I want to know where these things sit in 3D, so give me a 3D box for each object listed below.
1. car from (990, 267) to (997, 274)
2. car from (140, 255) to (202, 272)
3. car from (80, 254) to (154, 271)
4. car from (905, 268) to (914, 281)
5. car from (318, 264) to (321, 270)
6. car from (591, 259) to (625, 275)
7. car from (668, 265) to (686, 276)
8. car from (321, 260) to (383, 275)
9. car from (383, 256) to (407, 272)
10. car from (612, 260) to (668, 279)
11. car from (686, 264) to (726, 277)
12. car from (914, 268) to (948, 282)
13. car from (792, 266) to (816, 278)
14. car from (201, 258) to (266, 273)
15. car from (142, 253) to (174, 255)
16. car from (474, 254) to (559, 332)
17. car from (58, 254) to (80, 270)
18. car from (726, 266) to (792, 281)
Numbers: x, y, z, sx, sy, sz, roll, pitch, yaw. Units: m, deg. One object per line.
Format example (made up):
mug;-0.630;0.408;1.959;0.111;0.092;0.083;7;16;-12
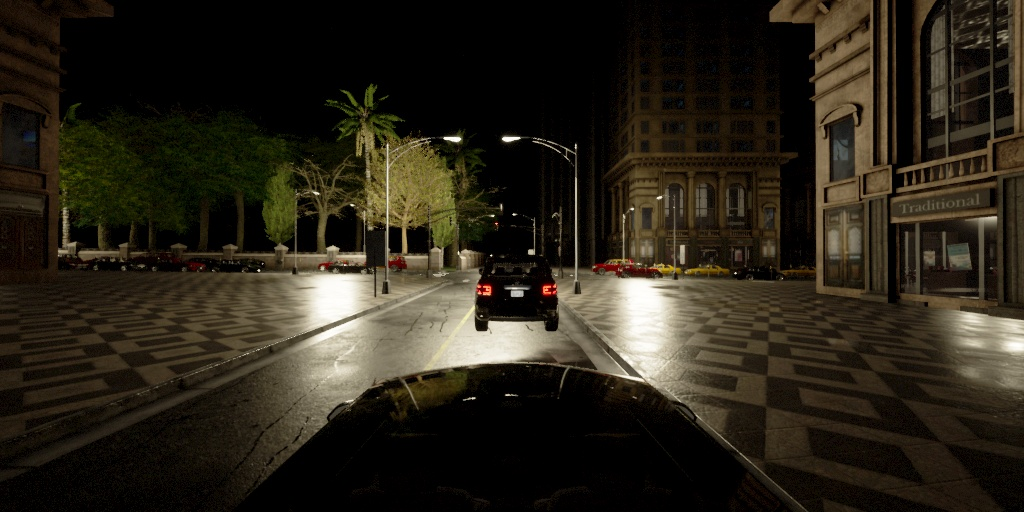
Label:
car;45.137;1.813;33.409;4.097;1.591;1.967;0;0;0
car;-31.514;0.859;33.740;4.507;1.381;1.888;0;0;0
car;-37.037;0.780;33.764;4.403;1.370;2.007;0;0;0
car;34.055;1.802;33.457;4.313;1.339;1.948;0;0;0
car;-20.440;1.076;42.218;4.507;1.381;1.888;0;0;0
car;11.922;1.310;42.078;5.009;1.841;2.192;0;0;0
car;17.293;1.595;42.055;4.829;1.417;1.751;0;0;0
car;-14.941;1.113;33.669;4.403;1.370;2.007;0;0;0
car;-14.916;0.927;42.194;5.009;1.841;2.192;0;0;0
car;11.896;1.385;33.553;4.097;1.591;1.967;0;0;0
car;22.833;1.669;42.031;4.829;1.417;1.751;0;0;0
car;39.596;1.888;33.433;4.207;1.307;1.802;0;0;0
car;33.914;1.811;41.983;4.829;1.417;1.751;0;0;0
car;-25.989;0.964;33.716;4.313;1.339;1.948;0;0;0
car;-42.535;0.507;42.313;5.009;1.841;2.192;0;0;0
car;0.115;0.973;11.061;2.150;2.045;5.566;0;0;0
car;-42.561;0.725;33.788;4.207;1.307;1.802;0;0;0
car;22.976;1.659;33.505;4.313;1.339;1.948;0;0;0
